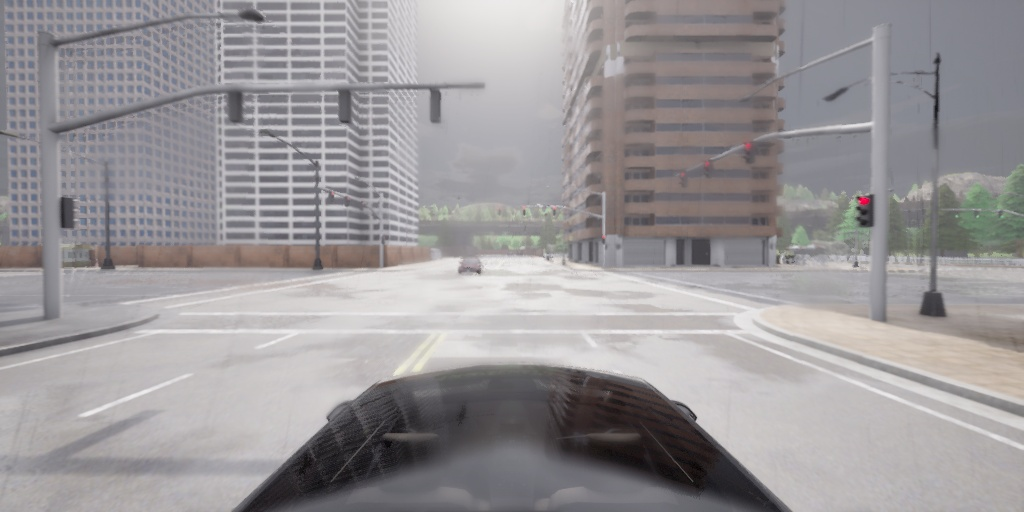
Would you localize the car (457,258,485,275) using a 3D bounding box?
[{"bbox_3d":[-3.483,0.879,30.950,1.812,1.442,4.674,0,1,0],"label":"car"}]
